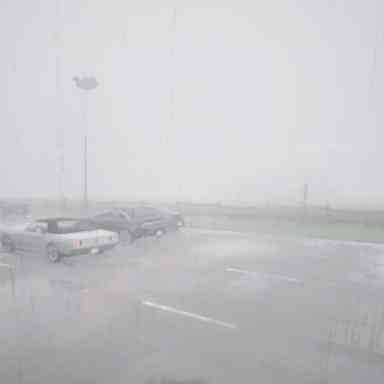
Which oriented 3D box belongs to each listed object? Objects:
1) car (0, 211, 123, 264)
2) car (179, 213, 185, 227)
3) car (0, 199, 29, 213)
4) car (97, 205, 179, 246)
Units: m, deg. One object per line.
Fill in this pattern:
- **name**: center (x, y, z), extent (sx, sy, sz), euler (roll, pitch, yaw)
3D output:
- **car**: center (-4.874, 1.553, 11.773), extent (4.718, 1.301, 1.895), euler (0, 0, 36)
- **car**: center (-2.523, 1.469, 18.695), extent (4.674, 1.442, 1.812), euler (0, 0, 36)
- **car**: center (-15.805, 1.348, 28.176), extent (5.008, 1.535, 1.882), euler (0, 0, 36)
- **car**: center (-3.301, 1.441, 14.951), extent (4.902, 1.511, 2.128), euler (0, 0, 36)
